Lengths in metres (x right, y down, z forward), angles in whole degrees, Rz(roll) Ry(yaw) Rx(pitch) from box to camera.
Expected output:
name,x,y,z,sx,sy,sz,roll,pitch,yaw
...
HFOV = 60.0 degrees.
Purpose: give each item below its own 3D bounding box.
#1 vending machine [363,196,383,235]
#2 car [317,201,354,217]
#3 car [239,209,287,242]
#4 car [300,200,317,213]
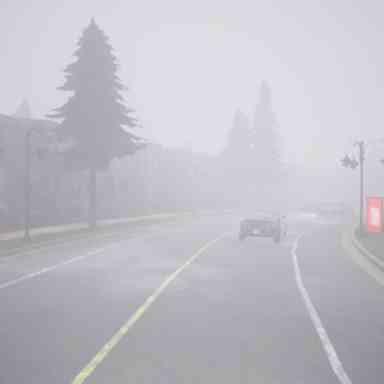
name,x,y,z,sx,sy,sz,roll,pitch,yaw
vending machine,10.155,1.268,18.525,1.100,2.100,0.880,0,0,28
car,14.551,1.702,33.114,1.895,1.301,4.718,0,0,42
car,3.584,1.547,16.461,1.812,1.442,4.674,0,0,21
car,14.013,1.659,37.865,1.994,1.385,4.181,0,0,44
